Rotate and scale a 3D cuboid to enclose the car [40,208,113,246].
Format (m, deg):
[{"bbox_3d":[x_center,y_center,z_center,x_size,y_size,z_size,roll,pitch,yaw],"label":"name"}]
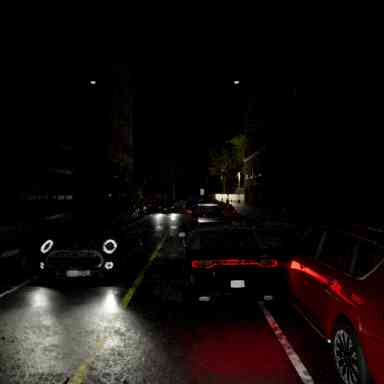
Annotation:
[{"bbox_3d":[-5.354,1.551,16.086,2.008,1.369,4.403,0,0,0],"label":"car"}]

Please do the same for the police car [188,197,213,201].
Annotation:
[{"bbox_3d":[0.878,1.426,24.518,1.930,1.638,5.238,0,0,0],"label":"police car"}]

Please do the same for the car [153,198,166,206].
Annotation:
[{"bbox_3d":[-5.266,1.600,54.717,1.802,1.307,4.206,0,0,0],"label":"car"}]

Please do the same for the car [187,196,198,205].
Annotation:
[{"bbox_3d":[0.134,1.548,59.779,1.812,1.442,4.674,0,0,0],"label":"car"}]

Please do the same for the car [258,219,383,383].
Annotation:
[{"bbox_3d":[2.646,1.315,5.036,2.192,1.841,5.009,0,0,0],"label":"car"}]

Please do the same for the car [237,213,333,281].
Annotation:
[{"bbox_3d":[2.655,1.525,10.723,1.752,1.417,4.829,0,0,0],"label":"car"}]

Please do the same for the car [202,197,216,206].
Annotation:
[{"bbox_3d":[2.759,1.584,54.700,1.947,1.339,4.313,0,0,0],"label":"car"}]

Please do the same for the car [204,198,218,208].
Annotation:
[{"bbox_3d":[2.747,1.596,49.182,1.802,1.307,4.206,0,0,0],"label":"car"}]

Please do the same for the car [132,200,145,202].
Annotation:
[{"bbox_3d":[-5.328,1.567,27.124,1.947,1.339,4.313,0,0,0],"label":"car"}]

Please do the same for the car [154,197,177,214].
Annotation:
[{"bbox_3d":[-2.669,1.509,35.912,1.837,1.490,4.892,0,0,0],"label":"car"}]

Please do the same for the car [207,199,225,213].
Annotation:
[{"bbox_3d":[2.722,1.531,38.316,1.752,1.417,4.829,0,0,0],"label":"car"}]

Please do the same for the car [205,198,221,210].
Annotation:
[{"bbox_3d":[2.734,1.554,43.664,1.887,1.381,4.507,0,0,0],"label":"car"}]

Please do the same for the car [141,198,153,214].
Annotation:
[{"bbox_3d":[-5.316,1.553,32.642,2.008,1.369,4.403,0,0,0],"label":"car"}]

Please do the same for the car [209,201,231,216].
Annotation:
[{"bbox_3d":[2.709,1.584,32.627,1.802,1.307,4.206,0,0,0],"label":"car"}]

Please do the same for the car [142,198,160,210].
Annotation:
[{"bbox_3d":[-5.292,1.535,43.509,1.752,1.417,4.829,0,0,0],"label":"car"}]

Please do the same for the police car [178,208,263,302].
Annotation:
[{"bbox_3d":[0.693,1.425,8.482,1.930,1.638,5.238,0,0,-3],"label":"police car"}]

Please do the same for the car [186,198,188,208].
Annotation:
[{"bbox_3d":[0.105,1.612,45.620,1.895,1.301,4.718,0,0,0],"label":"car"}]

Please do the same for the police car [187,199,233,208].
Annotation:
[{"bbox_3d":[0.864,1.425,18.518,1.930,1.638,5.238,0,0,0],"label":"police car"}]

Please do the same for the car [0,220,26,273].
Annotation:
[{"bbox_3d":[-5.366,1.582,10.567,1.802,1.307,4.206,0,0,0],"label":"car"}]

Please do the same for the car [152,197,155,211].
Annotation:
[{"bbox_3d":[-5.304,1.446,38.161,1.967,1.590,4.097,0,0,0],"label":"car"}]

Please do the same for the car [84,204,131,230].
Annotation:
[{"bbox_3d":[-5.341,1.545,21.605,1.887,1.381,4.507,0,0,0],"label":"car"}]

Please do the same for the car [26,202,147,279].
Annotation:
[{"bbox_3d":[-2.828,1.352,10.176,2.097,1.767,4.553,0,0,0],"label":"car"}]

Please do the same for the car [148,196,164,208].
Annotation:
[{"bbox_3d":[-5.279,1.454,49.198,1.967,1.590,4.097,0,0,0],"label":"car"}]
